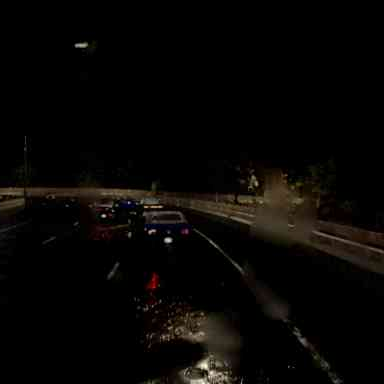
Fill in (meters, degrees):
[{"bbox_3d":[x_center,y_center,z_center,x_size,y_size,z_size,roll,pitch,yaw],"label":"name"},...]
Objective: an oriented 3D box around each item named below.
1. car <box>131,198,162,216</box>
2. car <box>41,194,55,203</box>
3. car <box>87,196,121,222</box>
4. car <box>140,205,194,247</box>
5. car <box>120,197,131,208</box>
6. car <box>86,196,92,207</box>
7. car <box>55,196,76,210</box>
[{"bbox_3d":[-3.405,1.276,26.631,2.128,1.511,4.902,-1,1,-14],"label":"car"},{"bbox_3d":[-25.588,1.129,59.233,2.128,1.511,4.902,-1,1,-34],"label":"car"},{"bbox_3d":[-6.474,1.327,24.522,1.837,1.490,4.892,-1,1,-14],"label":"car"},{"bbox_3d":[-1.167,1.478,14.453,1.895,1.301,4.718,0,1,-8],"label":"car"},{"bbox_3d":[-8.266,1.245,41.599,1.994,1.385,4.181,-1,1,-22],"label":"car"},{"bbox_3d":[-12.016,1.231,41.546,1.812,1.442,4.674,-1,1,-22],"label":"car"},{"bbox_3d":[-14.724,1.253,38.960,1.837,1.490,4.892,0,1,-22],"label":"car"}]
